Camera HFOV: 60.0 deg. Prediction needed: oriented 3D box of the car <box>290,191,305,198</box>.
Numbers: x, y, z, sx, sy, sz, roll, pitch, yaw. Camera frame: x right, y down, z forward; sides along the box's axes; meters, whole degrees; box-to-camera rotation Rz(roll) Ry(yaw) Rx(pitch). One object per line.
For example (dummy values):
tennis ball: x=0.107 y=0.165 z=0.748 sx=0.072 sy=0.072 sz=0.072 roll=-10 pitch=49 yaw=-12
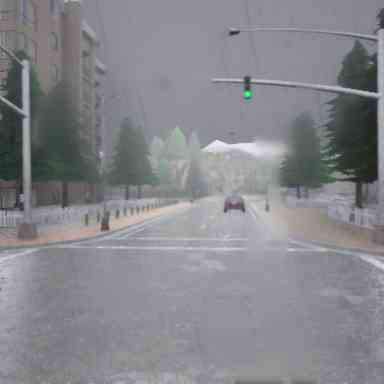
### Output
car: x=23.623 y=0.691 z=74.001 sx=1.845 sy=1.501 sz=3.633 roll=-1 pitch=0 yaw=8

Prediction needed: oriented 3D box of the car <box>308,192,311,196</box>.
car: x=27.624 y=0.615 z=80.924 sx=1.970 sy=1.475 sz=3.806 roll=-1 pitch=0 yaw=8

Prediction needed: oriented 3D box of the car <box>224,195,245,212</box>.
car: x=4.433 y=1.119 z=34.830 sx=2.097 sy=1.767 sz=4.553 roll=-1 pitch=0 yaw=8
